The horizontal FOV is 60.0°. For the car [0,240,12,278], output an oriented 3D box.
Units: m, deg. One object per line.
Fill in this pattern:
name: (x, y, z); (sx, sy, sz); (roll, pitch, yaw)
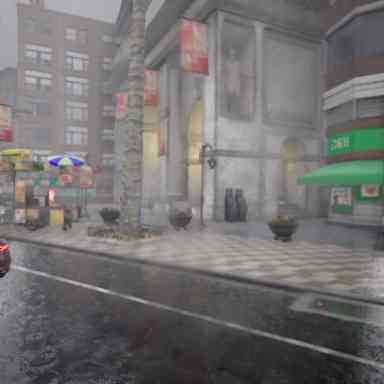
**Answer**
car: (-6.323, 1.410, 8.327); (4.674, 1.442, 1.812); (1, 1, 35)
